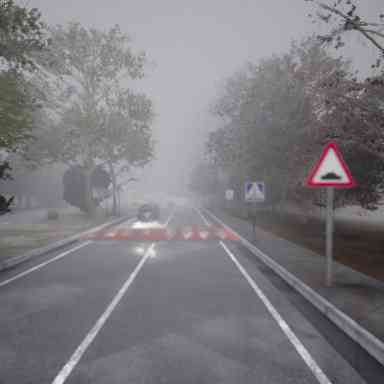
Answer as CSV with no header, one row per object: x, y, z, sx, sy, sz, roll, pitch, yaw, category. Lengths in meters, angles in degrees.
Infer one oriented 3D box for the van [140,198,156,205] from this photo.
-12.390,2.767,93.774,4.442,1.987,1.878,0,-2,-1,van

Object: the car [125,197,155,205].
-11.660,2.268,74.372,5.366,1.575,1.946,0,-2,-1,car

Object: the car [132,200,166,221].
-3.867,1.765,30.624,2.128,1.511,4.902,0,0,-1,car

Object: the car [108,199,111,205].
-25.261,2.761,90.910,4.553,1.767,2.185,0,-2,-1,car

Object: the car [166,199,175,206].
-4.701,2.256,71.807,1.812,1.442,4.674,0,-1,-1,car

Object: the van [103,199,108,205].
-25.349,2.551,88.144,4.442,1.987,1.878,0,-2,-1,van

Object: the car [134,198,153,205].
-12.060,2.429,82.683,4.553,1.767,2.185,0,-2,-1,car

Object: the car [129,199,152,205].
-11.912,2.358,77.135,4.892,1.521,2.231,0,-2,-1,car
